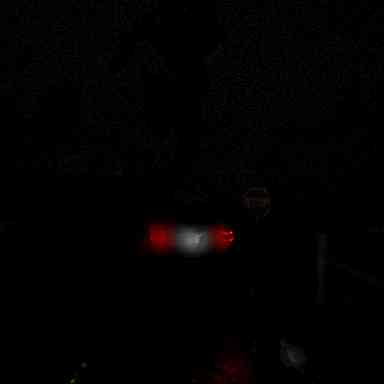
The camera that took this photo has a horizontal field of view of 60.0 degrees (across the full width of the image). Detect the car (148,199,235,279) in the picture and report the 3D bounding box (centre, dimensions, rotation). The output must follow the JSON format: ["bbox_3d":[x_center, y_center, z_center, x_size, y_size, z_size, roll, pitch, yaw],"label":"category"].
[{"bbox_3d":[-0.109,1.208,10.194,2.150,2.045,5.566,0,0,-3],"label":"car"}]

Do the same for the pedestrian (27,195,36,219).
[{"bbox_3d":[-12.163,1.101,25.147,0.375,1.860,0.375,0,-1,0],"label":"pedestrian"}]
